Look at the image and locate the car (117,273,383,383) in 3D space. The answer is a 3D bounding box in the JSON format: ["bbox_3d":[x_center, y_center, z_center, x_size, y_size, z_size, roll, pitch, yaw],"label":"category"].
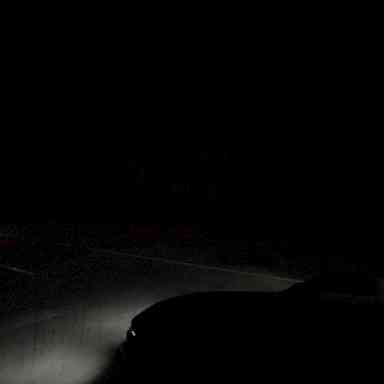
[{"bbox_3d":[1.376,1.528,3.022,4.674,1.442,1.812,0,0,36],"label":"car"}]
